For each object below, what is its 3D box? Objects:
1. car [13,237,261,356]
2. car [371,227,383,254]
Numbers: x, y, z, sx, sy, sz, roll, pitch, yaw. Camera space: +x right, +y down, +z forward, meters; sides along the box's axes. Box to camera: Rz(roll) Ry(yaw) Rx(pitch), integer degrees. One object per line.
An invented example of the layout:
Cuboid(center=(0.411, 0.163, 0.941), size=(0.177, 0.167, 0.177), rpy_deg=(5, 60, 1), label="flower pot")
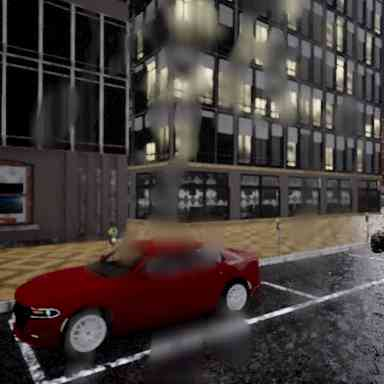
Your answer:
Cuboid(center=(-0.707, 1.561, 6.055), size=(4.507, 1.381, 1.887), rpy_deg=(0, 0, -35), label="car")
Cuboid(center=(8.579, 1.633, 12.675), size=(4.313, 1.339, 1.947), rpy_deg=(0, 0, -35), label="car")
